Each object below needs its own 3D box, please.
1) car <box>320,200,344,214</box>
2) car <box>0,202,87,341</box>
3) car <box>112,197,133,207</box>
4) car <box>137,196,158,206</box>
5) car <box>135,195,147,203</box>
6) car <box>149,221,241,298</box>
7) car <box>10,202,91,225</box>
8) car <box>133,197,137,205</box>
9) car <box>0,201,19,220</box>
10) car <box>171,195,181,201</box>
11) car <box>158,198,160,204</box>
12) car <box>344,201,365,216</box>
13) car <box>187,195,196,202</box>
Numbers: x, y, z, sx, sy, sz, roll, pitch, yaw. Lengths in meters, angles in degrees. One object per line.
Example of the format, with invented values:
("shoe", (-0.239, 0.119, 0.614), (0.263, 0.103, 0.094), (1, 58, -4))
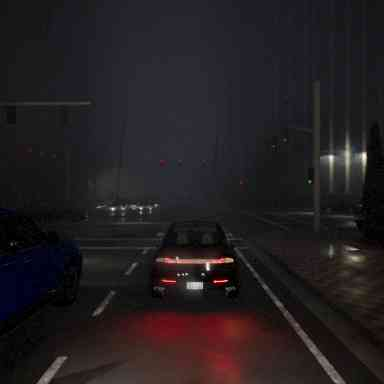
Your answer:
("car", (15.234, 1.564, 34.904), (4.181, 1.385, 1.994), (0, 0, -1))
("car", (-3.450, 1.221, 4.845), (2.150, 2.045, 5.566), (0, 0, 1))
("car", (-10.683, 1.526, 50.231), (1.812, 1.442, 4.674), (0, 0, 0))
("car", (-7.178, 1.505, 53.999), (1.837, 1.490, 4.892), (0, 0, 0))
("car", (-10.618, 1.477, 69.782), (1.882, 1.535, 5.008), (0, 0, 0))
("car", (0.079, 1.492, 8.477), (2.128, 1.511, 4.902), (0, 0, 1))
("car", (-10.065, 1.492, 23.905), (4.902, 1.511, 2.128), (0, 0, -1))
("car", (-10.670, 1.601, 59.340), (1.895, 1.301, 4.718), (0, 0, 0))
("car", (-17.257, 1.492, 27.320), (4.902, 1.511, 2.128), (0, 0, -1))
("car", (-3.629, 1.339, 76.057), (1.812, 1.442, 4.674), (0, 0, 0))
("car", (-7.164, 1.564, 62.908), (1.994, 1.385, 4.181), (0, 0, 0))
("car", (17.482, 1.505, 31.430), (4.892, 1.490, 1.837), (0, 0, -1))
("car", (-0.128, 1.429, 75.523), (1.837, 1.490, 4.892), (0, 0, 0))
